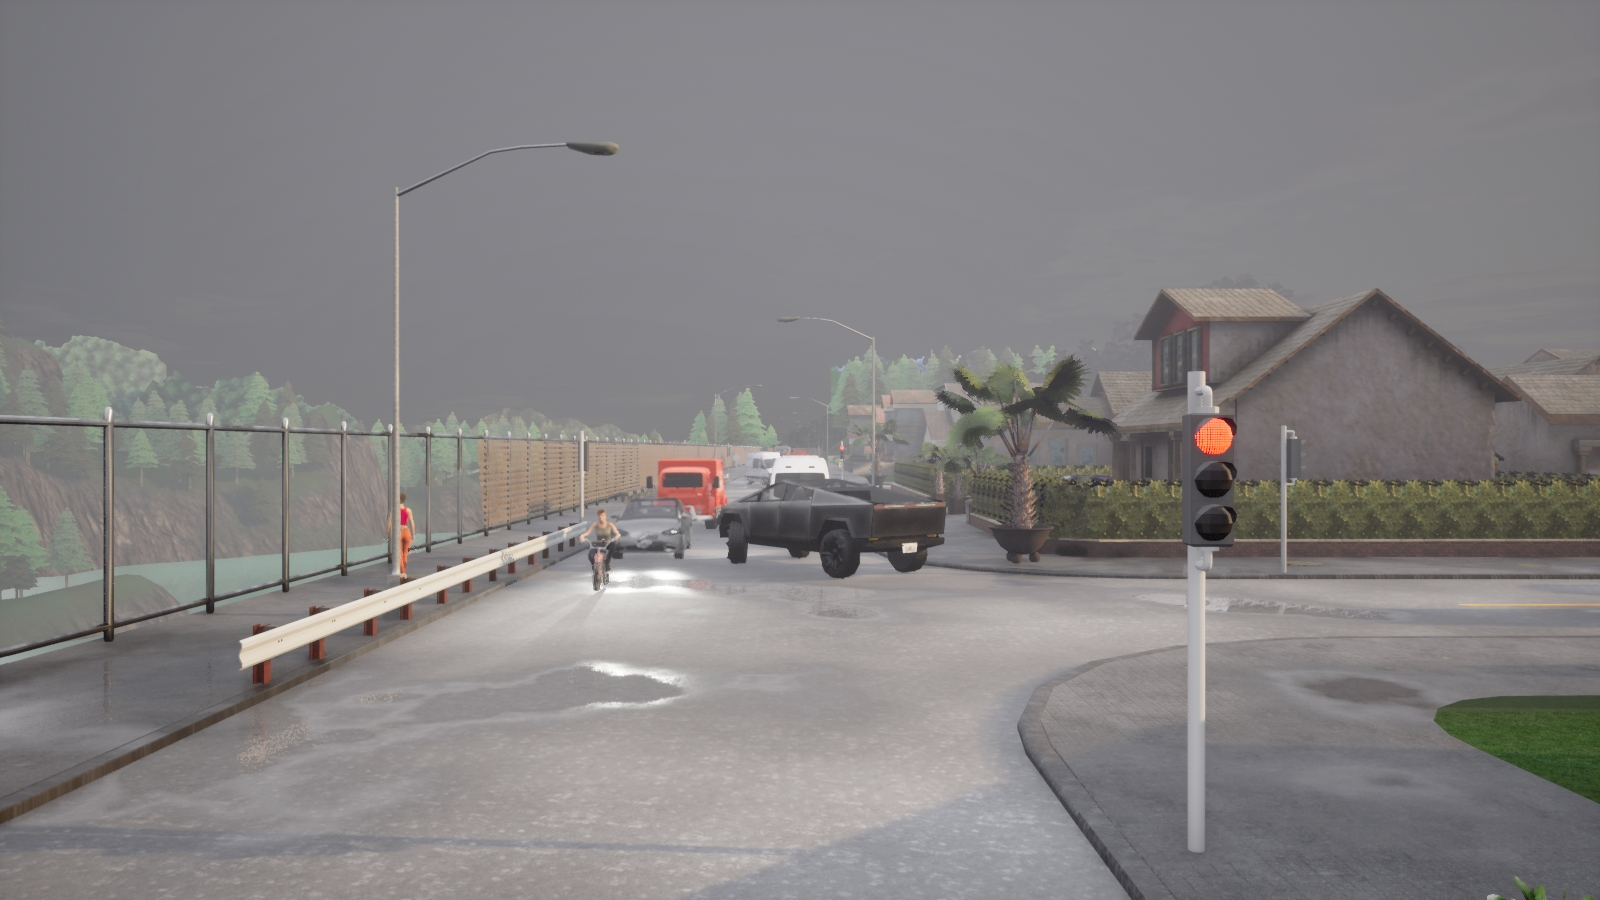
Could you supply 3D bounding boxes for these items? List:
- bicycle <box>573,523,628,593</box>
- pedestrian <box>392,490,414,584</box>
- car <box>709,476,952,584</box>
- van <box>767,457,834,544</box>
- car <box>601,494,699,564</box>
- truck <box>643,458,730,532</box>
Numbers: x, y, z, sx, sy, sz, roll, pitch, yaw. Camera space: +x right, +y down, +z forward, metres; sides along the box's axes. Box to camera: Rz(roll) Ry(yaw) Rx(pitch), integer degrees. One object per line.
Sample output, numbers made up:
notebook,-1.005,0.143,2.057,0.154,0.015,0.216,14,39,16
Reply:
bicycle,-3.988,2.143,22.940,0.859,1.276,1.487,0,0,0
pedestrian,-7.951,1.730,22.873,0.375,1.860,0.375,0,0,-26
car,0.520,1.736,26.916,2.390,2.098,6.274,0,0,-36
van,0.006,1.511,36.872,1.988,2.561,5.915,0,0,0
car,-3.907,2.028,30.503,2.128,1.511,4.902,0,0,-2
truck,-3.997,1.542,41.229,2.627,2.467,5.204,0,0,0
